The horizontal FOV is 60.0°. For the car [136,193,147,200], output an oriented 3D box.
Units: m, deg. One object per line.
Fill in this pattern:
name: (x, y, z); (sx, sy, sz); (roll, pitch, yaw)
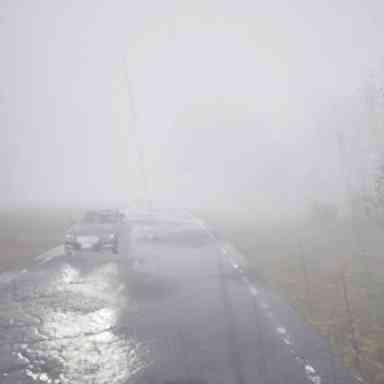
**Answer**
car: (-12.684, 1.132, 83.496); (1.837, 1.490, 4.892); (0, 0, -18)

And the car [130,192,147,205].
car: (-8.585, 1.137, 54.502); (2.097, 1.767, 4.553); (0, 0, -11)

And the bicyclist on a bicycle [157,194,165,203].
bicyclist on a bicycle: (-5.053, 1.205, 56.843); (0.866, 1.612, 1.509); (-1, 0, -11)

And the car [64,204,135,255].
car: (-3.505, 1.446, 13.117); (2.128, 1.511, 4.902); (0, 0, -3)

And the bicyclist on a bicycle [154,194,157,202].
bicyclist on a bicycle: (-6.998, 1.165, 65.665); (0.866, 1.612, 1.509); (0, 0, -14)
